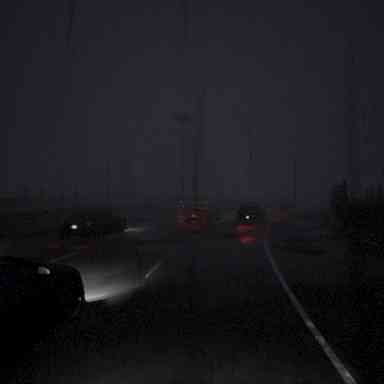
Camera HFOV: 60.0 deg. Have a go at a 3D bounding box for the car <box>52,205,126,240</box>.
[{"bbox_3d":[-4.927,1.549,17.014,1.994,1.385,4.181,0,0,11],"label":"car"}]

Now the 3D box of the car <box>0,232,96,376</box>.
[{"bbox_3d":[-3.087,1.552,4.610,1.994,1.385,4.181,0,0,3],"label":"car"}]

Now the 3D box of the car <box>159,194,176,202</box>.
[{"bbox_3d":[-3.387,1.338,57.231,2.150,2.045,5.566,0,0,34],"label":"car"}]

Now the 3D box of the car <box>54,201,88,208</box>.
[{"bbox_3d":[-11.688,1.574,32.580,1.994,1.385,4.181,0,0,20],"label":"car"}]

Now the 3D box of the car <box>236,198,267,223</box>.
[{"bbox_3d":[4.676,1.508,25.896,1.837,1.490,4.892,0,1,18],"label":"car"}]

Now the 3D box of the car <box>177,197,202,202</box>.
[{"bbox_3d":[0.515,1.545,34.614,1.812,1.442,4.674,0,0,23],"label":"car"}]

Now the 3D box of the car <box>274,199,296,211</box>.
[{"bbox_3d":[11.340,1.560,40.733,1.812,1.442,4.674,0,0,29],"label":"car"}]

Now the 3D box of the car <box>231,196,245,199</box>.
[{"bbox_3d":[9.416,1.558,68.028,1.882,1.535,5.008,0,-1,42],"label":"car"}]

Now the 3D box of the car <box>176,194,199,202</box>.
[{"bbox_3d":[0.098,1.430,49.582,2.097,1.767,4.553,0,0,31],"label":"car"}]

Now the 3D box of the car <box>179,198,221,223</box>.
[{"bbox_3d":[0.858,1.477,25.488,1.882,1.535,5.008,0,0,17],"label":"car"}]
